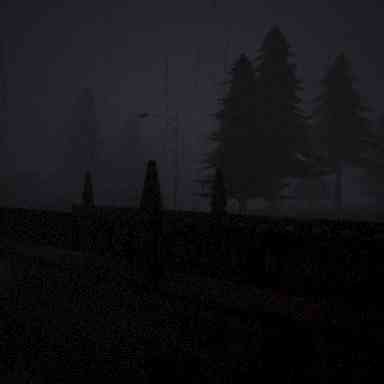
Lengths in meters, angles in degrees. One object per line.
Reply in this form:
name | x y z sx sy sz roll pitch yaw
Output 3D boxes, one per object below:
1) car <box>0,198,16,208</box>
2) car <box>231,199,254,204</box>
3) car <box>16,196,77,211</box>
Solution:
car | -18.396 1.142 30.025 1.895 1.301 4.718 1 1 38
car | 8.163 1.267 53.038 1.895 1.301 4.718 1 1 37
car | -13.195 1.088 31.023 2.128 1.511 4.902 1 1 38
